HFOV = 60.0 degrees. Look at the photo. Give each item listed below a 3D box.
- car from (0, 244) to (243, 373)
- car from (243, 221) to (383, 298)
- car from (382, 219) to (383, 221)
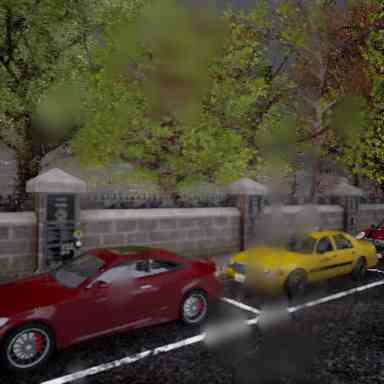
[{"bbox_3d":[-1.351,1.600,5.593,4.206,1.307,1.802,1,0,-35],"label":"car"},{"bbox_3d":[3.020,1.592,8.710,4.829,1.417,1.752,1,0,-35],"label":"car"},{"bbox_3d":[7.668,1.559,12.025,4.097,1.590,1.967,1,0,-35],"label":"car"}]
